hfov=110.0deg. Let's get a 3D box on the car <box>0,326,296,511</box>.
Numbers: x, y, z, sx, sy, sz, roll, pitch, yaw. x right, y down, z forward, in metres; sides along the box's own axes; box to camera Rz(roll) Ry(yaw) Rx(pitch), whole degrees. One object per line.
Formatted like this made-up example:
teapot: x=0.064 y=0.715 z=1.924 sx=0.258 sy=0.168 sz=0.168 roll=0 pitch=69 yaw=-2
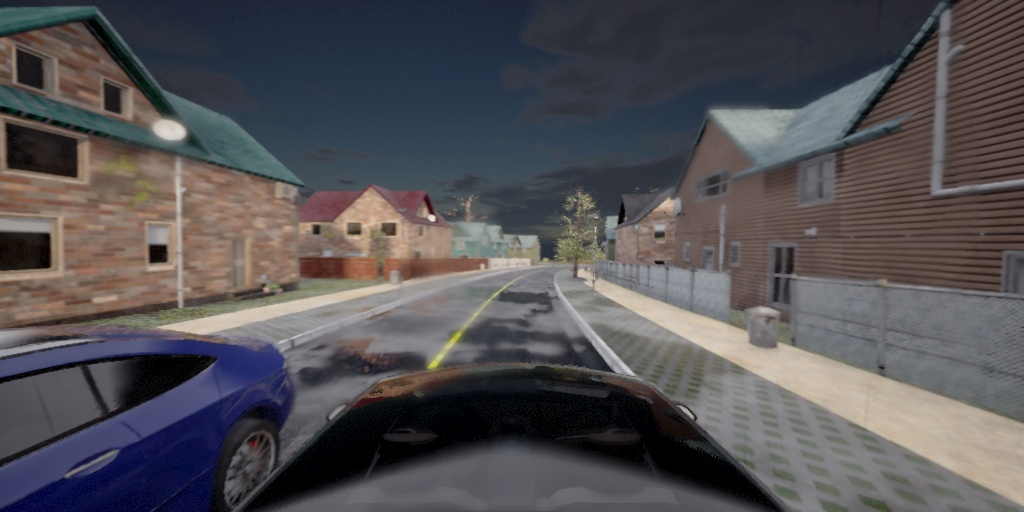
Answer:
car: x=-2.866 y=1.147 z=1.443 sx=1.812 sy=1.442 sz=4.674 roll=1 pitch=0 yaw=0
